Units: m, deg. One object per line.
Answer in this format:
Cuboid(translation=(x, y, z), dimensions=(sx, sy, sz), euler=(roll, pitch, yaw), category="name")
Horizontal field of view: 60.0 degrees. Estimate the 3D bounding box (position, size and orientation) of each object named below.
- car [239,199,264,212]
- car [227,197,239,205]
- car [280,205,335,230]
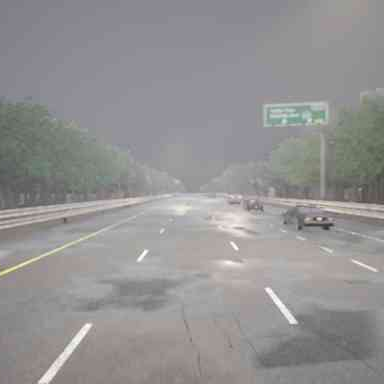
Cuboid(translation=(7.068, 1.521, 38.751), dimensions=(1.812, 1.442, 4.674), euler=(0, 0, 0), category="car")
Cuboid(translation=(7.115, 1.581, 57.536), dimensions=(1.895, 1.301, 4.718), euler=(0, 0, 0), category="car")
Cuboid(translation=(7.027, 1.545, 20.813), dimensions=(2.033, 1.411, 5.357), euler=(0, 0, 0), category="car")
